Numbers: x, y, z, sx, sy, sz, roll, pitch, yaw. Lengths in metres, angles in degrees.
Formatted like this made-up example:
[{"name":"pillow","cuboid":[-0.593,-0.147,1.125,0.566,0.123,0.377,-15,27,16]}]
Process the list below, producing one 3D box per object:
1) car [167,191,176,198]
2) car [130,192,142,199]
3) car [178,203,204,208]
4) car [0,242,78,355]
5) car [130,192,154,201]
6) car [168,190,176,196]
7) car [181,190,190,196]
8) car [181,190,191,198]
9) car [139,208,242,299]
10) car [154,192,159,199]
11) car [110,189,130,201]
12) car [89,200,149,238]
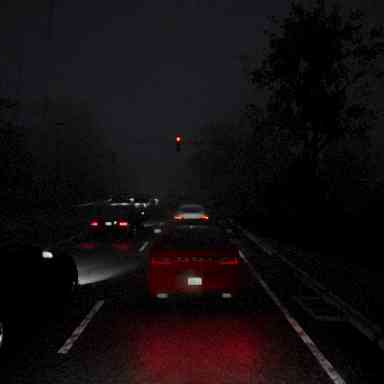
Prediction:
[{"name":"car","cuboid":[-4.632,0.560,74.954,2.033,1.411,5.357,0,1,-3]},{"name":"car","cuboid":[-11.353,0.687,67.630,1.994,1.385,4.181,0,1,-2]},{"name":"car","cuboid":[-0.038,1.316,17.519,1.812,1.442,4.674,0,1,0]},{"name":"car","cuboid":[-3.442,1.512,5.552,1.994,1.385,4.181,0,1,-1]},{"name":"car","cuboid":[-7.543,0.899,50.664,2.033,1.411,5.357,0,1,-1]},{"name":"car","cuboid":[-5.216,0.342,85.404,2.033,1.411,5.357,0,1,-4]},{"name":"car","cuboid":[-1.723,0.276,85.630,1.882,1.535,5.008,0,1,-4]},{"name":"car","cuboid":[-1.170,0.572,75.908,1.994,1.385,4.181,0,1,-3]},{"name":"car","cuboid":[0.033,1.389,8.328,1.882,1.535,5.008,0,1,0]},{"name":"car","cuboid":[-7.849,0.659,67.255,1.812,1.442,4.674,0,1,-1]},{"name":"car","cuboid":[-11.054,0.562,51.444,2.150,2.045,5.566,0,1,-1]},{"name":"car","cuboid":[-3.531,1.351,16.497,2.033,1.411,5.357,0,1,0]}]
